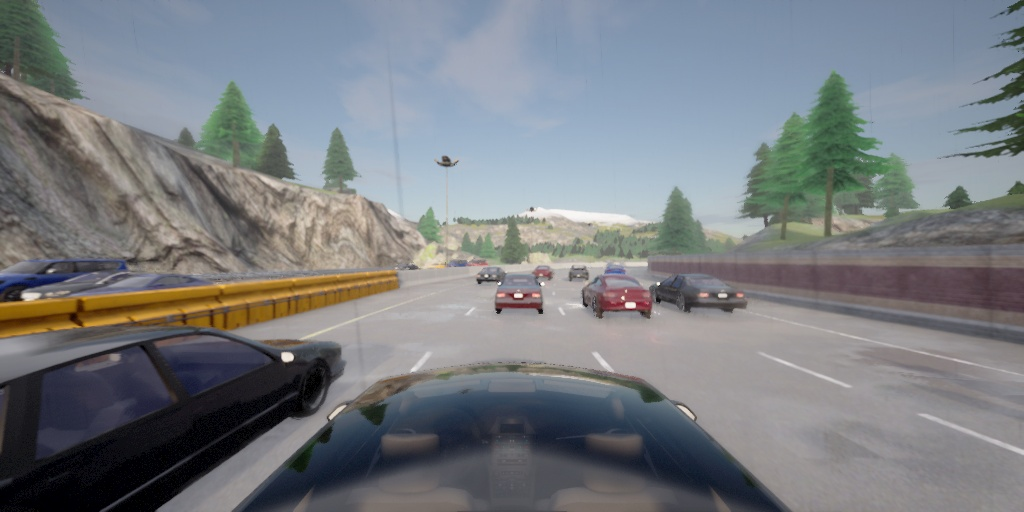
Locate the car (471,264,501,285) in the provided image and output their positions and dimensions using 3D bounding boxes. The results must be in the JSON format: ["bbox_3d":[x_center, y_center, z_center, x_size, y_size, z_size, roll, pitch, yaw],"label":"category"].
[{"bbox_3d":[-1.562,1.596,29.757,2.033,1.411,5.357,0,-1,9],"label":"car"}]

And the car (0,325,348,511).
[{"bbox_3d":[-3.401,1.310,2.925,2.033,1.411,5.357,0,-1,0],"label":"car"}]

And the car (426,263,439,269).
[{"bbox_3d":[-12.273,1.839,59.292,1.882,1.535,5.008,0,-1,19],"label":"car"}]

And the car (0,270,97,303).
[{"bbox_3d":[-24.203,1.460,17.267,2.033,1.411,5.357,0,-1,4],"label":"car"}]

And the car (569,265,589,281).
[{"bbox_3d":[6.549,1.596,34.929,2.128,1.511,4.902,0,-1,12],"label":"car"}]

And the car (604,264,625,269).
[{"bbox_3d":[10.462,1.599,36.480,1.882,1.535,5.008,0,-1,12],"label":"car"}]

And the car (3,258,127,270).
[{"bbox_3d":[-20.754,1.123,16.230,2.150,2.045,5.566,0,-1,3],"label":"car"}]

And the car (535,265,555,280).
[{"bbox_3d":[3.198,1.641,36.007,1.812,1.442,4.674,0,-1,12],"label":"car"}]

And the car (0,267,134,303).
[{"bbox_3d":[-17.275,1.385,15.378,2.128,1.511,4.902,0,-1,4],"label":"car"}]

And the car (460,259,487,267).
[{"bbox_3d":[-5.672,1.558,56.997,2.150,2.045,5.566,0,-1,19],"label":"car"}]

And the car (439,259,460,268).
[{"bbox_3d":[-8.994,1.569,58.102,2.150,2.045,5.566,0,0,19],"label":"car"}]

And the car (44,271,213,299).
[{"bbox_3d":[-13.846,1.402,13.738,1.812,1.442,4.674,0,-1,3],"label":"car"}]

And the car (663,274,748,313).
[{"bbox_3d":[7.369,1.438,14.831,2.033,1.411,5.357,0,-1,3],"label":"car"}]

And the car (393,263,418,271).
[{"bbox_3d":[-16.829,1.824,56.631,2.128,1.511,4.902,0,-1,18],"label":"car"}]

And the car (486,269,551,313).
[{"bbox_3d":[0.357,1.437,14.801,2.033,1.411,5.357,0,-1,3],"label":"car"}]

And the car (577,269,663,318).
[{"bbox_3d":[3.820,1.402,13.547,1.812,1.442,4.674,0,-1,3],"label":"car"}]
